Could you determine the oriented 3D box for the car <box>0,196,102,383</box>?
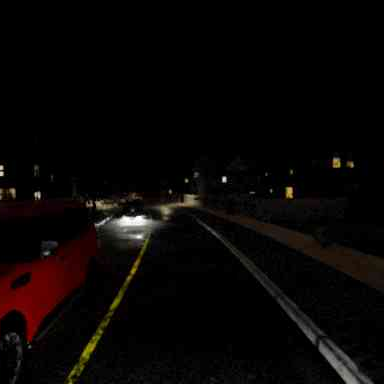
[{"bbox_3d":[-2.996,1.194,5.151,2.150,2.045,5.566,0,0,-1],"label":"car"}]

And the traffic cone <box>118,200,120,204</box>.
[{"bbox_3d":[-12.978,1.749,58.811,0.340,0.580,0.340,-1,0,-17],"label":"traffic cone"}]

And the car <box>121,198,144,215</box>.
[{"bbox_3d":[-5.561,1.339,31.416,2.128,1.511,4.902,0,0,-9],"label":"car"}]
